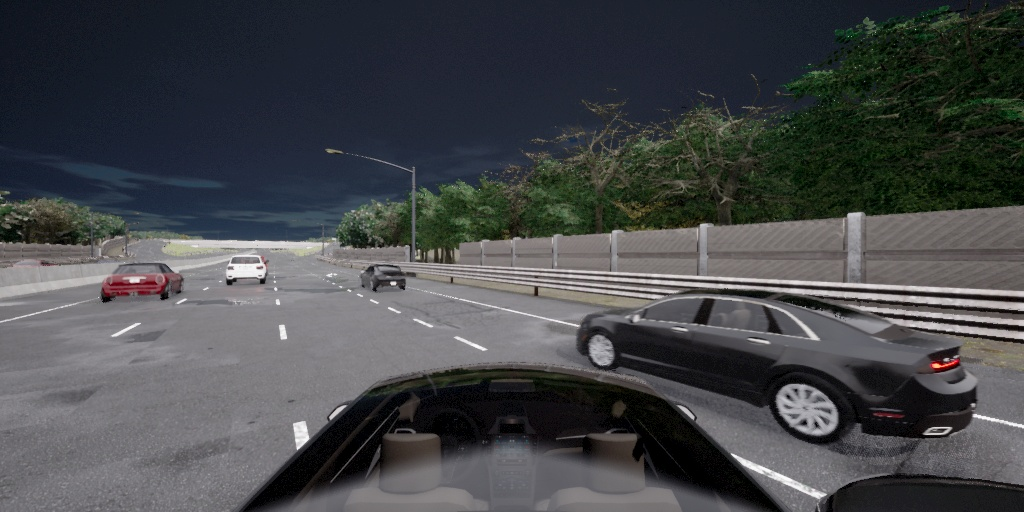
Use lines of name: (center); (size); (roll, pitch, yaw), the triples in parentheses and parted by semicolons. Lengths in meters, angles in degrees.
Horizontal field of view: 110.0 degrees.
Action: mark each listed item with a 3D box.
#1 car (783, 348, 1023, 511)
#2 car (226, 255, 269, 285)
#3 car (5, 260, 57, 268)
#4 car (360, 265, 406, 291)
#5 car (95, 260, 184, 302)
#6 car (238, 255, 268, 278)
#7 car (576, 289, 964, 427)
car: (2.987, 1.315, 0.374); (4.181, 1.385, 1.994); (0, 0, 34)
car: (-19.260, 0.957, 26.134); (2.150, 2.045, 5.566); (0, 0, -34)
car: (-45.997, 1.188, 34.336); (1.882, 1.535, 5.008); (0, 0, -33)
car: (-7.907, 1.250, 21.784); (1.837, 1.490, 4.892); (0, 0, -34)
car: (-17.488, 1.093, 17.211); (2.097, 1.767, 4.553); (0, 0, -35)
car: (-25.247, 0.946, 35.093); (2.150, 2.045, 5.566); (0, 0, -34)
car: (3.103, 1.252, 5.487); (1.837, 1.490, 4.892); (0, -1, -34)
